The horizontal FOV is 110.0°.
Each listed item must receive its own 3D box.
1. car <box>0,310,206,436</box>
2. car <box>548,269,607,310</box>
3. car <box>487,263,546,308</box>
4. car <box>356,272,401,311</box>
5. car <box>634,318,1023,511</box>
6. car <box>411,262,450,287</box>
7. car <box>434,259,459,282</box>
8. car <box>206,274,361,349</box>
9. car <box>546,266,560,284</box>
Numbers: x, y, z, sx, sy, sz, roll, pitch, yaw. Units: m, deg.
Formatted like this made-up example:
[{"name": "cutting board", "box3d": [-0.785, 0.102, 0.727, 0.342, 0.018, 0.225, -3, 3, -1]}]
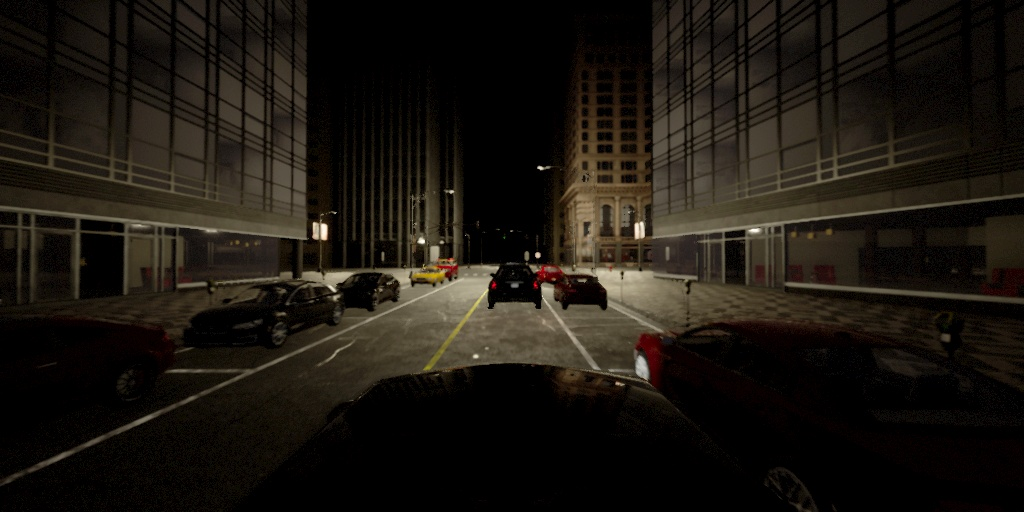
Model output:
[{"name": "car", "box3d": [-5.856, 1.337, 3.650, 1.802, 1.307, 4.207, 0, 0, 0]}, {"name": "car", "box3d": [2.674, 1.366, 14.561, 1.802, 1.307, 4.207, 0, 0, 0]}, {"name": "car", "box3d": [0.106, 1.139, 15.522, 2.097, 1.767, 4.553, 0, 0, 0]}, {"name": "car", "box3d": [-5.851, 1.350, 14.568, 1.948, 1.339, 4.313, 0, 0, 0]}, {"name": "car", "box3d": [2.670, 1.299, 3.642, 1.888, 1.381, 4.507, 0, 0, 0]}, {"name": "car", "box3d": [-5.847, 1.352, 25.316, 1.751, 1.417, 4.829, 0, 0, 0]}, {"name": "car", "box3d": [-5.844, 1.167, 30.945, 2.192, 1.841, 5.009, 0, 0, 0]}, {"name": "car", "box3d": [-5.853, 1.318, 9.109, 2.007, 1.370, 4.403, 0, 0, 0]}, {"name": "car", "box3d": [2.678, 1.371, 25.480, 1.888, 1.381, 4.507, 0, 0, 0]}]
